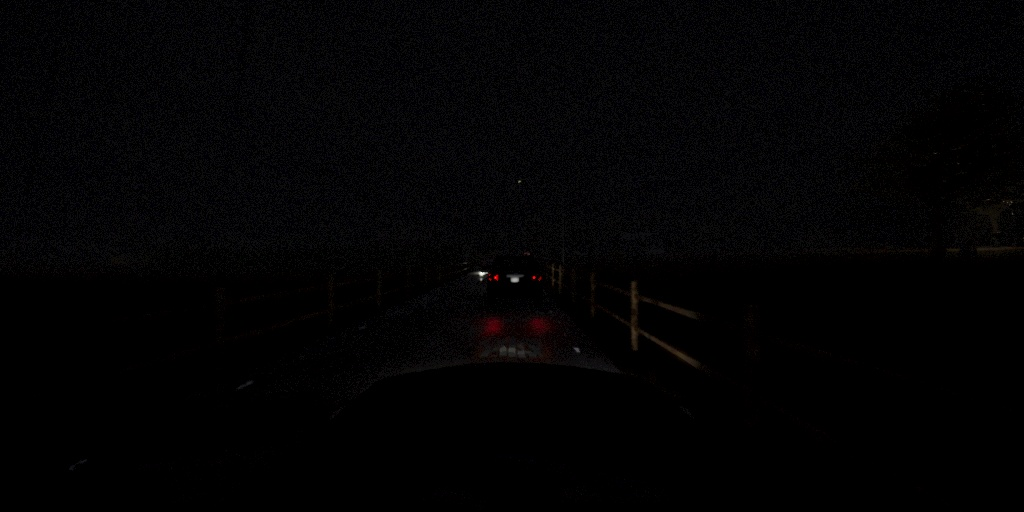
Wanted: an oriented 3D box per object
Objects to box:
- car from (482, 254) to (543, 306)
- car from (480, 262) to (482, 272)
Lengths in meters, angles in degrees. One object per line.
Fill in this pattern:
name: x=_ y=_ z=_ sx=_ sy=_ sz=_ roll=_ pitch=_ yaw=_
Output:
car: x=0.104 y=0.942 z=15.565 sx=2.150 sy=2.045 sz=5.566 roll=0 pitch=0 yaw=0
car: x=-2.767 y=1.076 z=43.733 sx=1.882 sy=1.535 sz=5.008 roll=0 pitch=0 yaw=0
